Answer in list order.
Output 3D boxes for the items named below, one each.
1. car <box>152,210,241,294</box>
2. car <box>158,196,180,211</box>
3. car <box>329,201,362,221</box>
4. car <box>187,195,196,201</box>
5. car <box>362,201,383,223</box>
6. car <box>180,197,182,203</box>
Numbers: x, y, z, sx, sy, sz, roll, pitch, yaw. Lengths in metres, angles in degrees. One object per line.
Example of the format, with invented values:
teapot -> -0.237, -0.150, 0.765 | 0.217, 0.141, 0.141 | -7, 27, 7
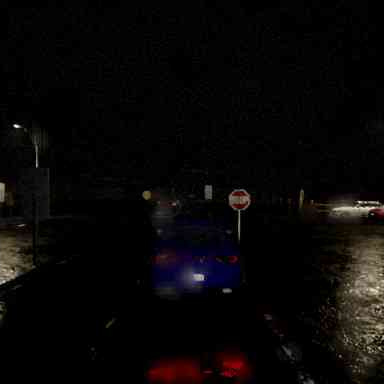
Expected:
car -> 0.084, 1.474, 8.842 | 1.882, 1.535, 5.008 | 0, 0, 0
car -> -2.806, 1.323, 39.151 | 2.097, 1.767, 4.553 | 0, 0, -1
car -> 13.267, 1.440, 26.086 | 4.674, 1.442, 1.812 | 0, 1, 3
car -> -0.023, 1.403, 81.488 | 1.837, 1.490, 4.892 | 0, 0, 0
car -> 14.593, 1.513, 23.121 | 4.181, 1.385, 1.994 | 0, 1, 2
car -> -2.859, 1.557, 50.161 | 1.895, 1.301, 4.718 | 0, 0, 0
